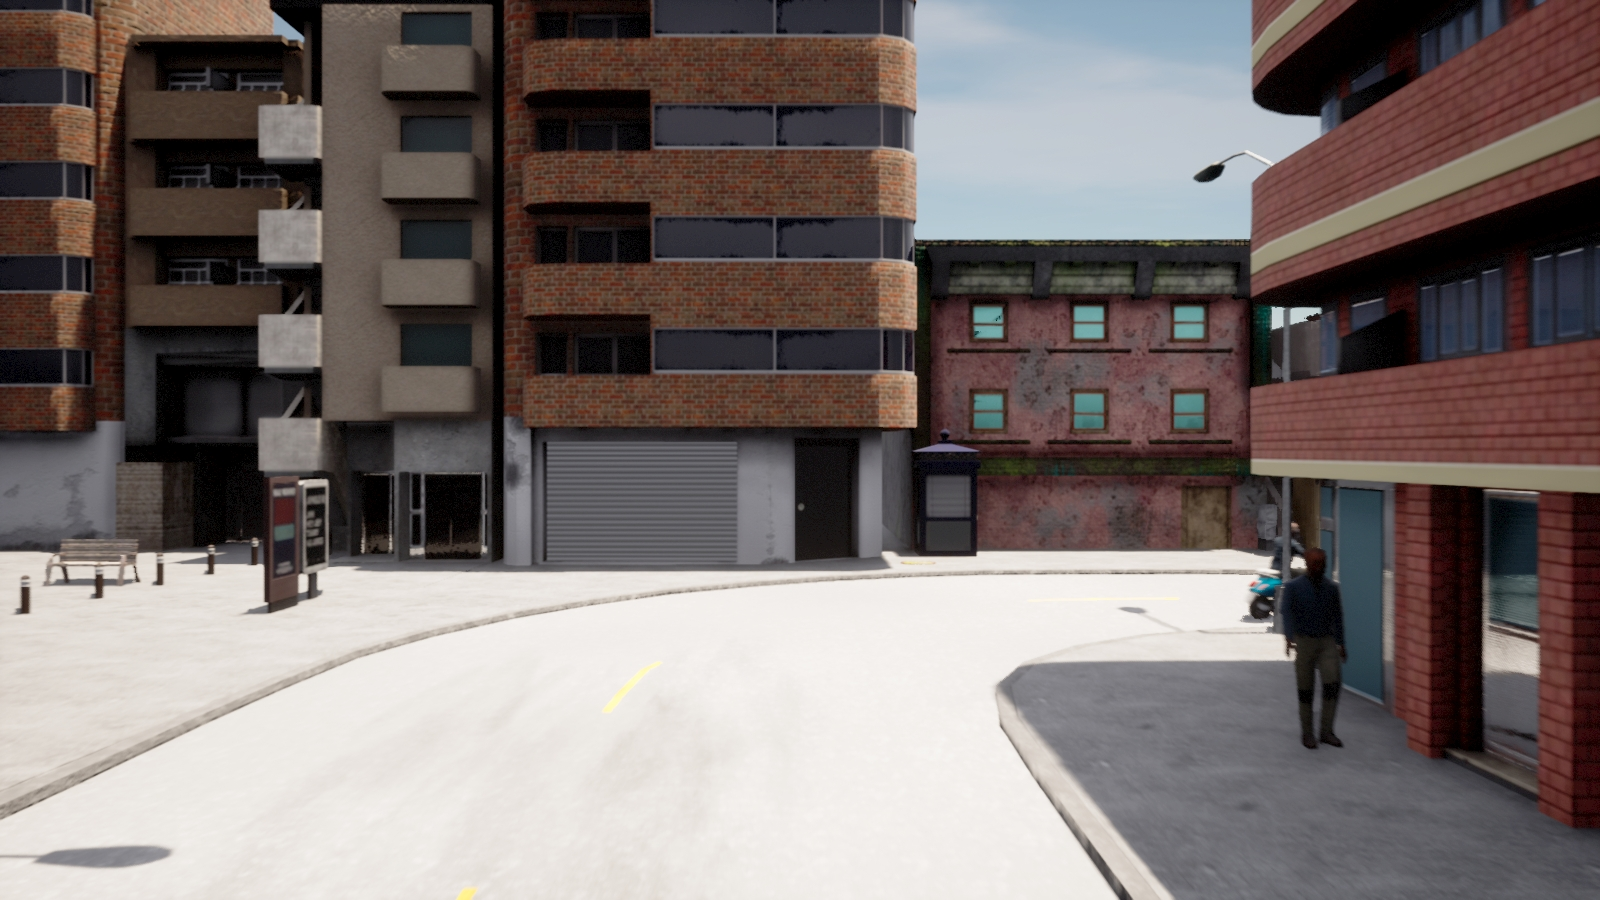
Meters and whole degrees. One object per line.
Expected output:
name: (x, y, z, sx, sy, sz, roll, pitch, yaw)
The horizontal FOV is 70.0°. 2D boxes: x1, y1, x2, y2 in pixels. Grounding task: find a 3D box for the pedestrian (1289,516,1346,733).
pedestrian: (4.584, 1.524, 10.132, 0.375, 1.860, 0.375, 0, 0, 9)
